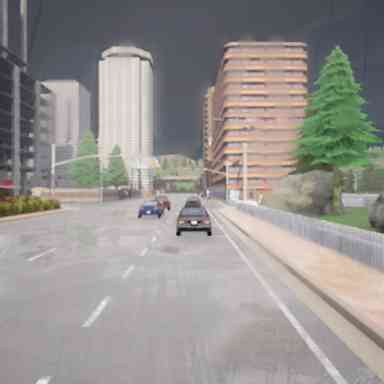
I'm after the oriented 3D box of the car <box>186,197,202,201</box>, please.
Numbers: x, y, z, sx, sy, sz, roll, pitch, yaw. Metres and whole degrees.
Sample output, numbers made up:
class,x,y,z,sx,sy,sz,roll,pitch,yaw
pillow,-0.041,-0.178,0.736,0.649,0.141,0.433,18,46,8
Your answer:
class,x,y,z,sx,sy,sz,roll,pitch,yaw
car,0.161,1.338,37.103,1.837,1.490,4.892,0,0,1

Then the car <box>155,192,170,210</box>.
class,x,y,z,sx,sy,sz,roll,pitch,yaw
car,-3.711,1.173,39.662,2.097,1.767,4.553,0,0,-5

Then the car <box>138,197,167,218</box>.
class,x,y,z,sx,sy,sz,roll,pitch,yaw
car,-3.398,1.398,28.230,1.812,1.442,4.674,0,0,0

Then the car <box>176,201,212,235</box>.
class,x,y,z,sx,sy,sz,roll,pitch,yaw
car,0.099,1.466,18.172,2.033,1.411,5.357,0,0,0
